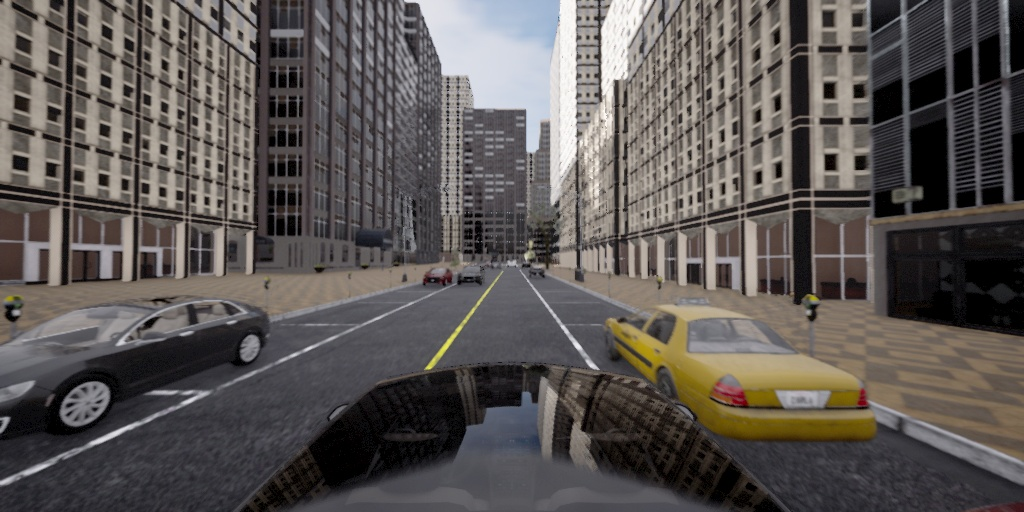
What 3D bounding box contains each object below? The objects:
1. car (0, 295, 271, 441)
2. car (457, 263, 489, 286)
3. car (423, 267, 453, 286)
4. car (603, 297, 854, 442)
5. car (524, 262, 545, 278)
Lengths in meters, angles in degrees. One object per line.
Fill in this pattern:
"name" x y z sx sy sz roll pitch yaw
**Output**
"car" -5.691 1.335 5.439 2.007 1.370 4.403 0 0 0
"car" -3.111 1.495 28.027 1.837 1.490 4.892 0 -1 0
"car" -5.702 1.535 28.008 1.888 1.381 4.507 0 0 0
"car" 2.689 1.310 5.631 1.751 1.417 4.829 0 0 0
"car" 2.674 1.641 39.309 2.007 1.370 4.403 0 0 0
